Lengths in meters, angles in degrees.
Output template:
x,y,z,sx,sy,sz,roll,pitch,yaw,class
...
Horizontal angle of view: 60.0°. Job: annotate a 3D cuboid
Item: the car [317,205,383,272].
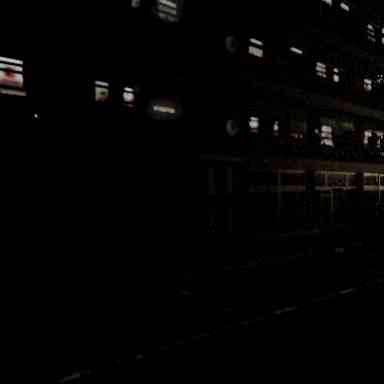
x,y,z,sx,sy,sz,roll,pitch,yaw,class
6.301,1.360,11.072,5.009,1.841,2.192,0,-1,-35,car
